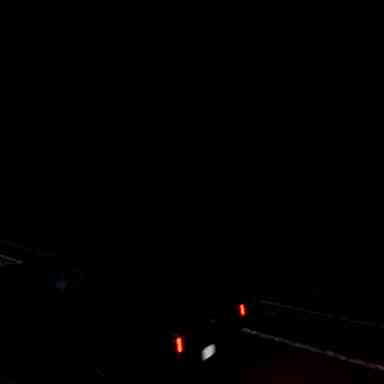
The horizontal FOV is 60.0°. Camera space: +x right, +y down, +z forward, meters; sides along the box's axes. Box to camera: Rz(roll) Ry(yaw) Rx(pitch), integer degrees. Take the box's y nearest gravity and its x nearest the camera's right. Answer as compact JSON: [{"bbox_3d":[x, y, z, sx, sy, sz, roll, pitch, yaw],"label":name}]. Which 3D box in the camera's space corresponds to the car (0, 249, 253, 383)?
[{"bbox_3d":[-1.541,1.606,5.332,4.718,1.301,1.895,0,0,38],"label":"car"}]
